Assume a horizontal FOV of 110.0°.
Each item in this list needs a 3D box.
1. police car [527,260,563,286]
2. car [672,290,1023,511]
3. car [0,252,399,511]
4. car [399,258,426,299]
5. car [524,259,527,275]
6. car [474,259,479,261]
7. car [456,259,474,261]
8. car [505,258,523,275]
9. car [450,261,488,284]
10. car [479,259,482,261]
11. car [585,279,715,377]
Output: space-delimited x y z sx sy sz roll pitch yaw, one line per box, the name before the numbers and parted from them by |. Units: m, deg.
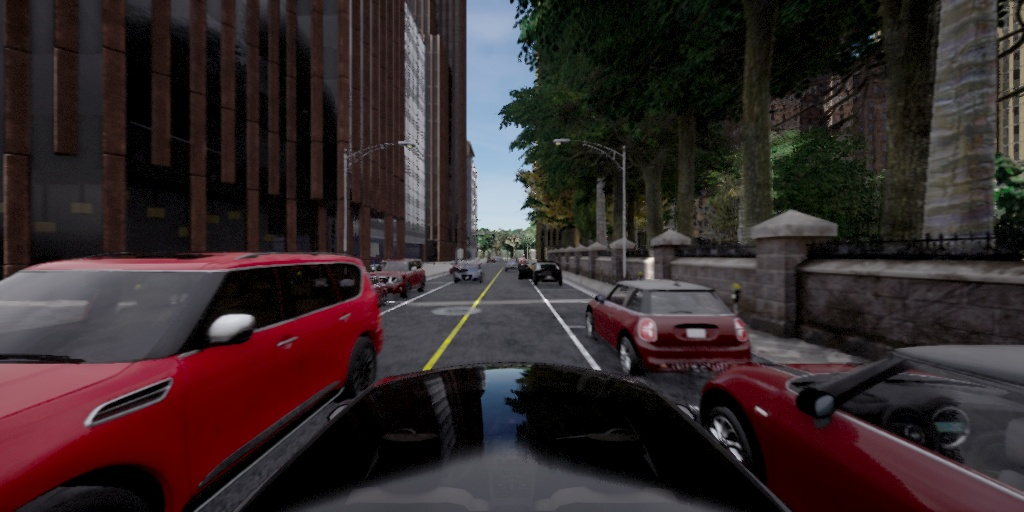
police car | 2.367 1.153 25.347 1.930 1.638 5.238 0 0 0
car | 2.762 1.190 1.864 1.967 1.591 4.097 0 0 0
car | -3.055 0.971 3.335 2.150 2.045 5.566 0 0 0
car | -5.762 1.048 18.229 2.192 1.841 5.009 0 0 0
car | 2.764 1.243 45.686 1.751 1.417 4.829 0 0 0
car | -5.761 1.268 45.514 2.007 1.370 4.403 0 0 0
car | -5.761 1.160 40.057 1.967 1.591 4.097 0 0 0
car | 0.030 1.265 46.825 2.033 1.411 5.357 0 0 0
car | -3.094 1.291 26.590 1.994 1.385 4.181 0 0 0
car | -5.760 1.260 50.971 1.888 1.381 4.507 0 0 0
car | 2.763 1.184 7.321 1.967 1.591 4.097 0 0 0
